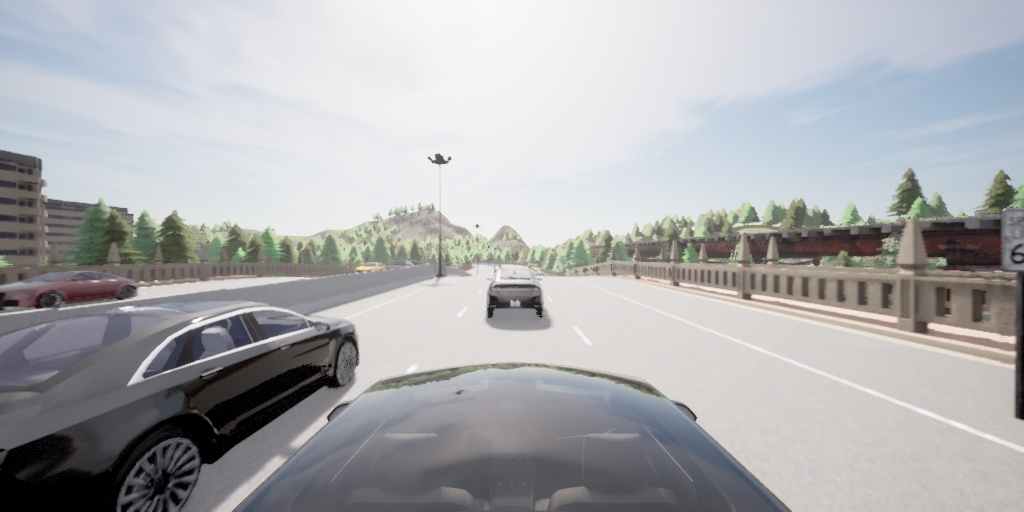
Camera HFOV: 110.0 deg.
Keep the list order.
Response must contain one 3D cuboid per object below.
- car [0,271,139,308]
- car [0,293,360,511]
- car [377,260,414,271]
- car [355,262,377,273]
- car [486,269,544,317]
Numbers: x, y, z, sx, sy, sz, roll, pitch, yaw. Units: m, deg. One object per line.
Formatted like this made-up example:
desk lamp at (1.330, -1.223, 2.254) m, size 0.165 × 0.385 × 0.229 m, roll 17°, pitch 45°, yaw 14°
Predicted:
car at (-17.600, 1.284, 14.169) m, size 1.994 × 1.385 × 4.181 m, roll 0°, pitch 0°, yaw 0°
car at (-3.405, 1.236, 3.963) m, size 2.128 × 1.511 × 4.902 m, roll 0°, pitch 0°, yaw 0°
car at (-10.594, 1.153, 33.790) m, size 2.097 × 1.767 × 4.553 m, roll 0°, pitch -2°, yaw 0°
car at (-14.092, 1.362, 36.251) m, size 1.882 × 1.535 × 5.008 m, roll 0°, pitch -2°, yaw 0°
car at (0.098, 1.213, 13.085) m, size 2.128 × 1.511 × 4.902 m, roll 0°, pitch 0°, yaw 0°
